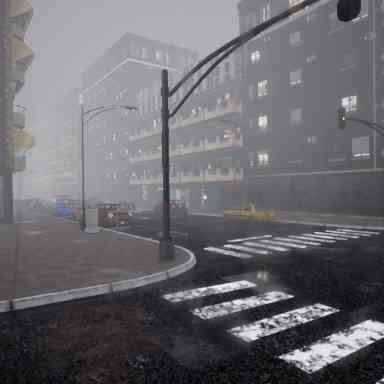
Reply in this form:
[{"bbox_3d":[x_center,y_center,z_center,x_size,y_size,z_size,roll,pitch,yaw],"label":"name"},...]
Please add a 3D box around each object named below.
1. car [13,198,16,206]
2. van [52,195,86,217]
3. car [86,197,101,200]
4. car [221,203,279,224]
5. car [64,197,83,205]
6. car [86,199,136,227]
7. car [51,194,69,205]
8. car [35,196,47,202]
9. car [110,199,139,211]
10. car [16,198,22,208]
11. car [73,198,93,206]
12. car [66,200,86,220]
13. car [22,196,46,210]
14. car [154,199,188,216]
[{"bbox_3d":[-31.600,1.782,59.955,1.887,1.381,4.507,-1,1,-36],"label":"car"},{"bbox_3d":[-12.270,1.483,32.957,1.690,1.788,3.998,-1,1,-36],"label":"van"},{"bbox_3d":[-15.123,1.501,51.334,1.967,1.590,4.097,-1,1,-36],"label":"car"},{"bbox_3d":[4.113,1.498,24.477,1.752,1.417,4.829,-1,1,-36],"label":"car"},{"bbox_3d":[-21.565,1.645,60.334,2.008,1.369,4.403,-1,1,-36],"label":"car"},{"bbox_3d":[-5.824,1.553,23.960,1.967,1.590,4.097,-1,1,-36],"label":"car"},{"bbox_3d":[-22.652,1.340,57.395,2.150,2.045,5.566,-1,-1,-36],"label":"car"},{"bbox_3d":[-37.676,1.727,82.832,1.887,1.381,4.507,-1,1,-36],"label":"car"},{"bbox_3d":[-8.676,1.581,42.336,2.008,1.369,4.403,-1,1,-36],"label":"car"},{"bbox_3d":[-25.156,1.769,50.956,1.947,1.339,4.313,-1,1,-36],"label":"car"},{"bbox_3d":[-18.343,1.643,55.835,1.947,1.339,4.313,-1,1,-36],"label":"car"},{"bbox_3d":[-8.946,1.652,28.321,1.752,1.417,4.829,-1,1,-36],"label":"car"},{"bbox_3d":[-21.935,1.627,46.456,1.967,1.590,4.097,-1,1,-36],"label":"car"},{"bbox_3d":[-2.233,1.441,33.336,1.967,1.590,4.097,-1,1,-36],"label":"car"}]
